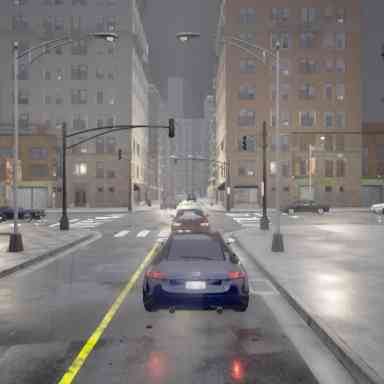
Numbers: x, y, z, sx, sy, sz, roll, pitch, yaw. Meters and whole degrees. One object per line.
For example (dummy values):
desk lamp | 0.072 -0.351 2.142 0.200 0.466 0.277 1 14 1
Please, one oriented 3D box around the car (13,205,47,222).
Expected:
car | -14.161 1.667 26.357 4.718 1.301 1.895 0 0 0

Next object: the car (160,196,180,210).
car | -3.083 1.400 44.628 2.097 1.767 4.553 0 0 0

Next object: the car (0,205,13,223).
car | -15.231 1.632 23.102 4.181 1.385 1.994 0 0 0

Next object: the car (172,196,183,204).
car | -3.084 1.619 70.453 2.128 1.511 4.902 0 0 0

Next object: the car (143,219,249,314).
car | 0.081 1.570 7.709 1.994 1.385 4.181 0 0 0

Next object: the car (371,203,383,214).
car | 20.409 1.462 33.282 4.674 1.442 1.812 0 0 -1

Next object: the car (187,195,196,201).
car | -0.140 1.645 86.609 2.128 1.511 4.902 0 0 0

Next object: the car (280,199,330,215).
car | 11.147 1.473 33.225 4.892 1.490 1.837 0 0 0

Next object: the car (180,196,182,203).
car | -3.123 1.574 57.070 1.837 1.490 4.892 0 0 0

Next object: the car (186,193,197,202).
car | -0.102 1.329 76.220 2.150 2.045 5.566 0 0 0

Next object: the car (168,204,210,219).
car | -0.092 1.537 16.453 1.812 1.442 4.674 0 0 -2
